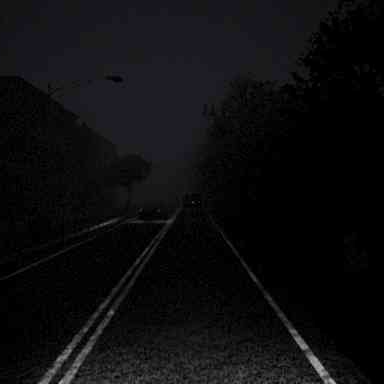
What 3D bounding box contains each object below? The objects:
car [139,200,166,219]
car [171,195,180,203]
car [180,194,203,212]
[{"bbox_3d":[-3.352,1.455,28.631,1.882,1.535,5.008,0,0,0],"label":"car"},{"bbox_3d":[-3.231,1.383,68.860,2.097,1.767,4.553,0,0,0],"label":"car"},{"bbox_3d":[0.094,1.190,38.138,2.150,2.045,5.566,0,0,0],"label":"car"}]
